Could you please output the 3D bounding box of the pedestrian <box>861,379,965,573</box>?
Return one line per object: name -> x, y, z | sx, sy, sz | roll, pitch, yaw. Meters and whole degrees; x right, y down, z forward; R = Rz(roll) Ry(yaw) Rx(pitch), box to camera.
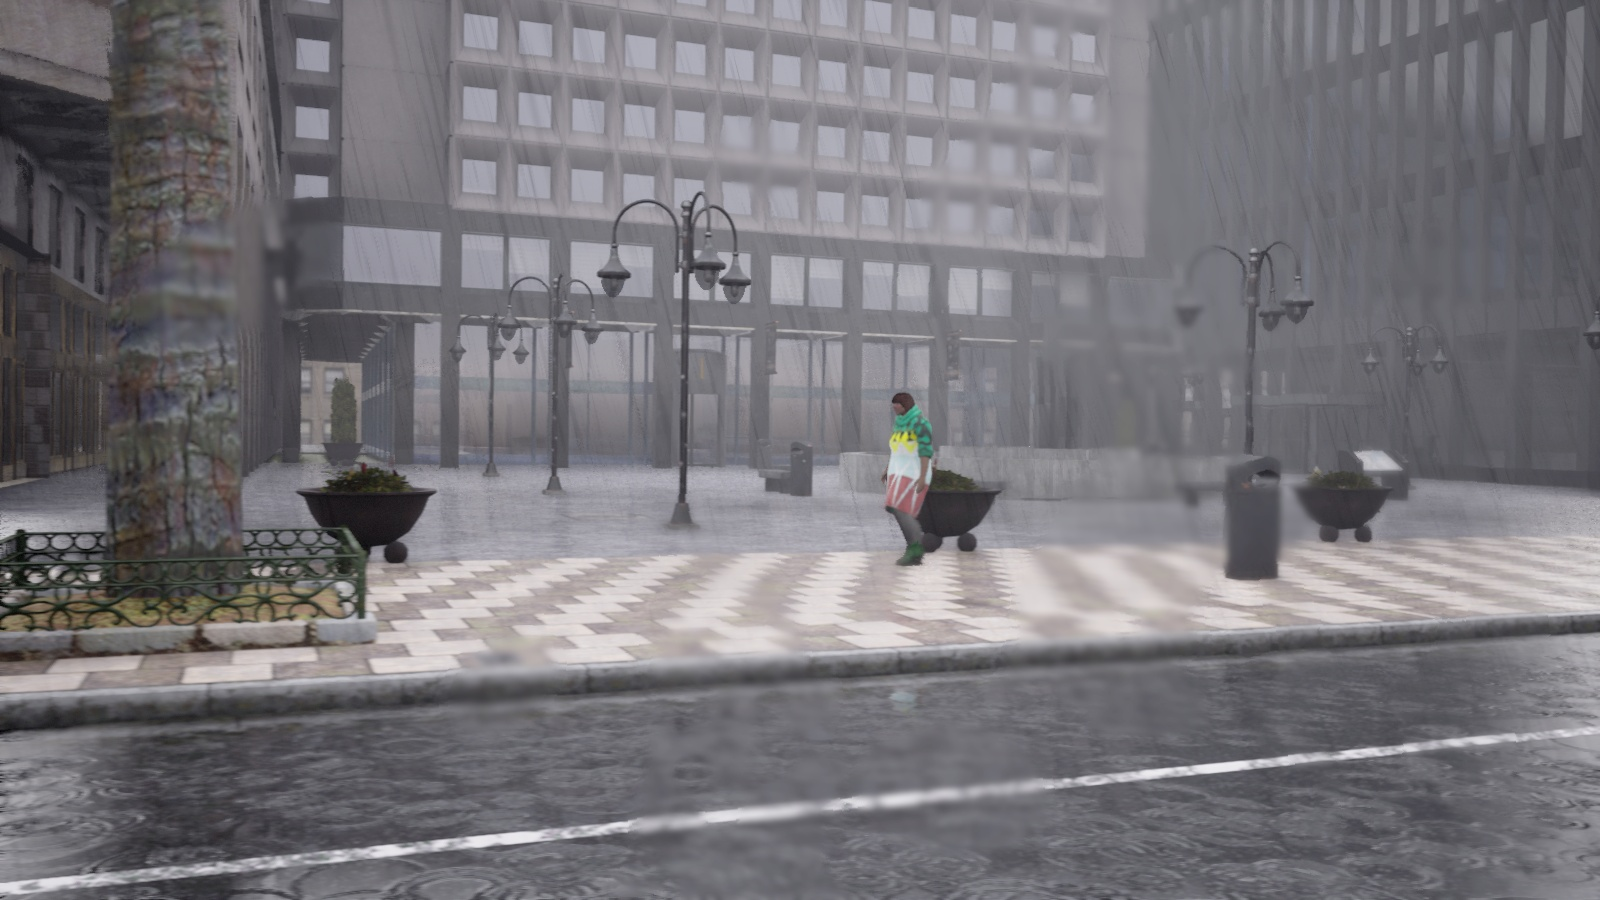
pedestrian -> 1.178, 0.253, 13.138 | 0.873, 1.952, 0.659 | -1, 1, -23
